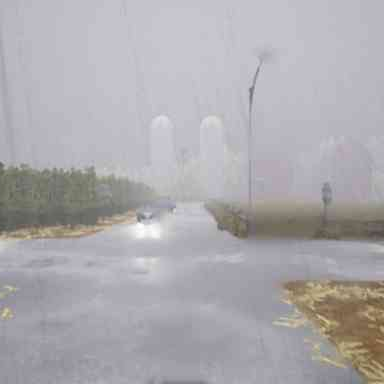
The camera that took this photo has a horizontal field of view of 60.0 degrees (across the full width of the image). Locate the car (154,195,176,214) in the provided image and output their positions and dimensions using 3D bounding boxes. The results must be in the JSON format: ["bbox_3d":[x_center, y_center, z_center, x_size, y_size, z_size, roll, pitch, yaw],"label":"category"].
[{"bbox_3d":[-3.270,1.336,37.420,2.150,2.045,5.566,0,0,0],"label":"car"}]

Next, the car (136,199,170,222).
[{"bbox_3d":[-3.250,1.534,26.767,2.128,1.511,4.902,0,-1,0],"label":"car"}]

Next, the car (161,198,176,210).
[{"bbox_3d":[-3.268,1.680,47.751,1.812,1.442,4.674,0,0,0],"label":"car"}]
